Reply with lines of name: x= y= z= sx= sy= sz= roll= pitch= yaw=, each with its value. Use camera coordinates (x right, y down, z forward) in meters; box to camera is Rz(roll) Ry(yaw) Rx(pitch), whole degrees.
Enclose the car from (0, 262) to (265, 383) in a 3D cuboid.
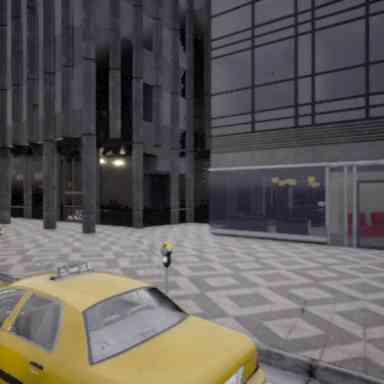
car: x=-1.597 y=1.524 z=3.984 sx=4.829 sy=1.417 sz=1.752 roll=0 pitch=0 yaw=35
